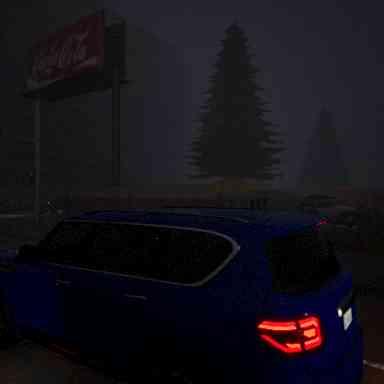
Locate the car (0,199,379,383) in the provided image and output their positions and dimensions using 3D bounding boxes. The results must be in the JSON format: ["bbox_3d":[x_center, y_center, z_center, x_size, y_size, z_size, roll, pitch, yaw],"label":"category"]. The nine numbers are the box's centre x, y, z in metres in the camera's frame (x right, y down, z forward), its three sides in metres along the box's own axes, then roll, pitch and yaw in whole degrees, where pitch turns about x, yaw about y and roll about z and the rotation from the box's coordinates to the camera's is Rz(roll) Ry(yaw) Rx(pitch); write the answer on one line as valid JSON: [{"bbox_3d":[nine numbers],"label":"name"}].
[{"bbox_3d":[-0.780,1.221,4.555,5.566,2.045,2.150,0,0,36],"label":"car"}]

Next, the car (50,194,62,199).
[{"bbox_3d":[-13.975,1.216,36.236,2.150,2.045,5.566,0,0,35],"label":"car"}]

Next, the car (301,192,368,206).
[{"bbox_3d":[9.182,1.148,22.000,3.866,1.878,1.905,0,0,35],"label":"car"}]

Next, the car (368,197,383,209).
[{"bbox_3d":[11.122,1.337,24.057,4.193,1.474,1.816,0,0,35],"label":"car"}]

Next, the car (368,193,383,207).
[{"bbox_3d":[26.623,1.284,47.789,3.988,1.617,1.851,0,0,35],"label":"car"}]
